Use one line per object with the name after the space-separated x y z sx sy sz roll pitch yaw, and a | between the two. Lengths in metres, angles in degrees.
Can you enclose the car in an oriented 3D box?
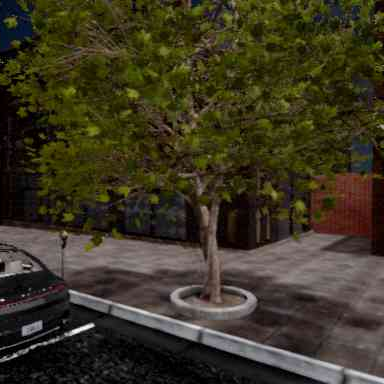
-3.873 1.557 5.639 4.403 1.369 2.008 0 1 36 | car
